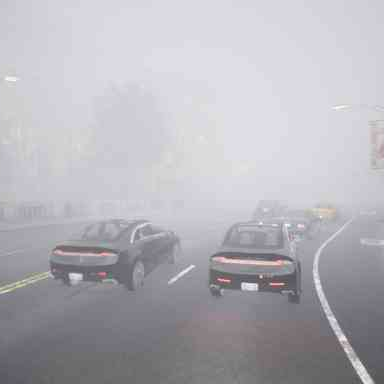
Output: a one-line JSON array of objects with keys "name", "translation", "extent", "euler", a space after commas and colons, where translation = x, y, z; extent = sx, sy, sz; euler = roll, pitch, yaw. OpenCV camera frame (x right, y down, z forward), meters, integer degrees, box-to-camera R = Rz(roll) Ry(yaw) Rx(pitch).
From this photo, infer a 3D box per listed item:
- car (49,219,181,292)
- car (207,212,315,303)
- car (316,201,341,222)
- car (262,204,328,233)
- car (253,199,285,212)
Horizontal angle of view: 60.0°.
[{"name": "car", "translation": [-1.729, 1.492, 9.079], "extent": [2.128, 1.511, 4.902], "euler": [0, 0, 15]}, {"name": "car", "translation": [1.680, 1.492, 8.327], "extent": [2.128, 1.511, 4.902], "euler": [0, 0, 15]}, {"name": "car", "translation": [10.542, 1.456, 26.247], "extent": [1.801, 1.575, 5.366], "euler": [0, 0, 30]}, {"name": "car", "translation": [5.531, 1.547, 17.286], "extent": [2.033, 1.411, 5.357], "euler": [0, 0, 29]}, {"name": "car", "translation": [6.326, 1.353, 25.673], "extent": [2.097, 1.767, 4.553], "euler": [0, 0, 29]}]
